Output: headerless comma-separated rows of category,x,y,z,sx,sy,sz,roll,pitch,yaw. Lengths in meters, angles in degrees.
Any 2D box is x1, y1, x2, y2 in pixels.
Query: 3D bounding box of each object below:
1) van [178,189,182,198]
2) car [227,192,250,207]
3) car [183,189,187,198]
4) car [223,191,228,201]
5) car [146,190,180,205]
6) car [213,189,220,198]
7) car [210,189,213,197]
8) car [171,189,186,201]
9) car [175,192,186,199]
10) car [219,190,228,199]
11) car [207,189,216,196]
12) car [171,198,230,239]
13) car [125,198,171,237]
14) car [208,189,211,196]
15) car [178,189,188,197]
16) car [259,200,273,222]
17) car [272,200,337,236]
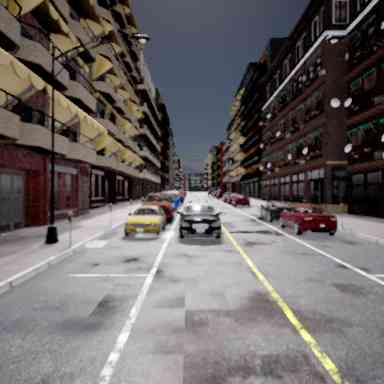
van,-2.221,0.843,33.338,1.690,1.788,3.998,2,1,0
car,5.648,0.982,38.819,1.887,1.381,4.507,1,1,0
car,-2.238,0.594,49.929,2.192,1.841,5.009,2,1,0
car,5.642,0.908,44.349,1.887,1.381,4.507,1,1,0
car,-2.208,0.976,22.280,2.192,1.841,5.009,2,1,0
car,5.596,0.462,60.938,2.192,1.841,5.009,1,1,0
car,5.580,0.452,72.002,1.967,1.590,4.097,1,1,0
car,-2.244,0.522,55.458,2.192,1.841,5.009,2,1,0
car,-2.263,0.634,66.523,1.947,1.339,4.313,1,1,0
car,5.646,0.730,49.879,1.967,1.590,4.097,1,1,0
car,5.559,0.080,94.124,2.192,1.841,5.009,1,1,0
car,0.337,1.251,15.749,2.128,1.511,4.902,0,1,0
car,-2.208,1.270,16.582,1.752,1.417,4.829,2,1,0
car,5.565,0.466,83.065,1.802,1.307,4.206,1,1,0
car,-2.275,0.188,83.109,2.192,1.841,5.009,1,1,0
car,5.665,1.222,22.229,2.008,1.369,4.403,1,1,0
car,5.671,1.298,16.698,1.887,1.381,4.507,1,1,0
